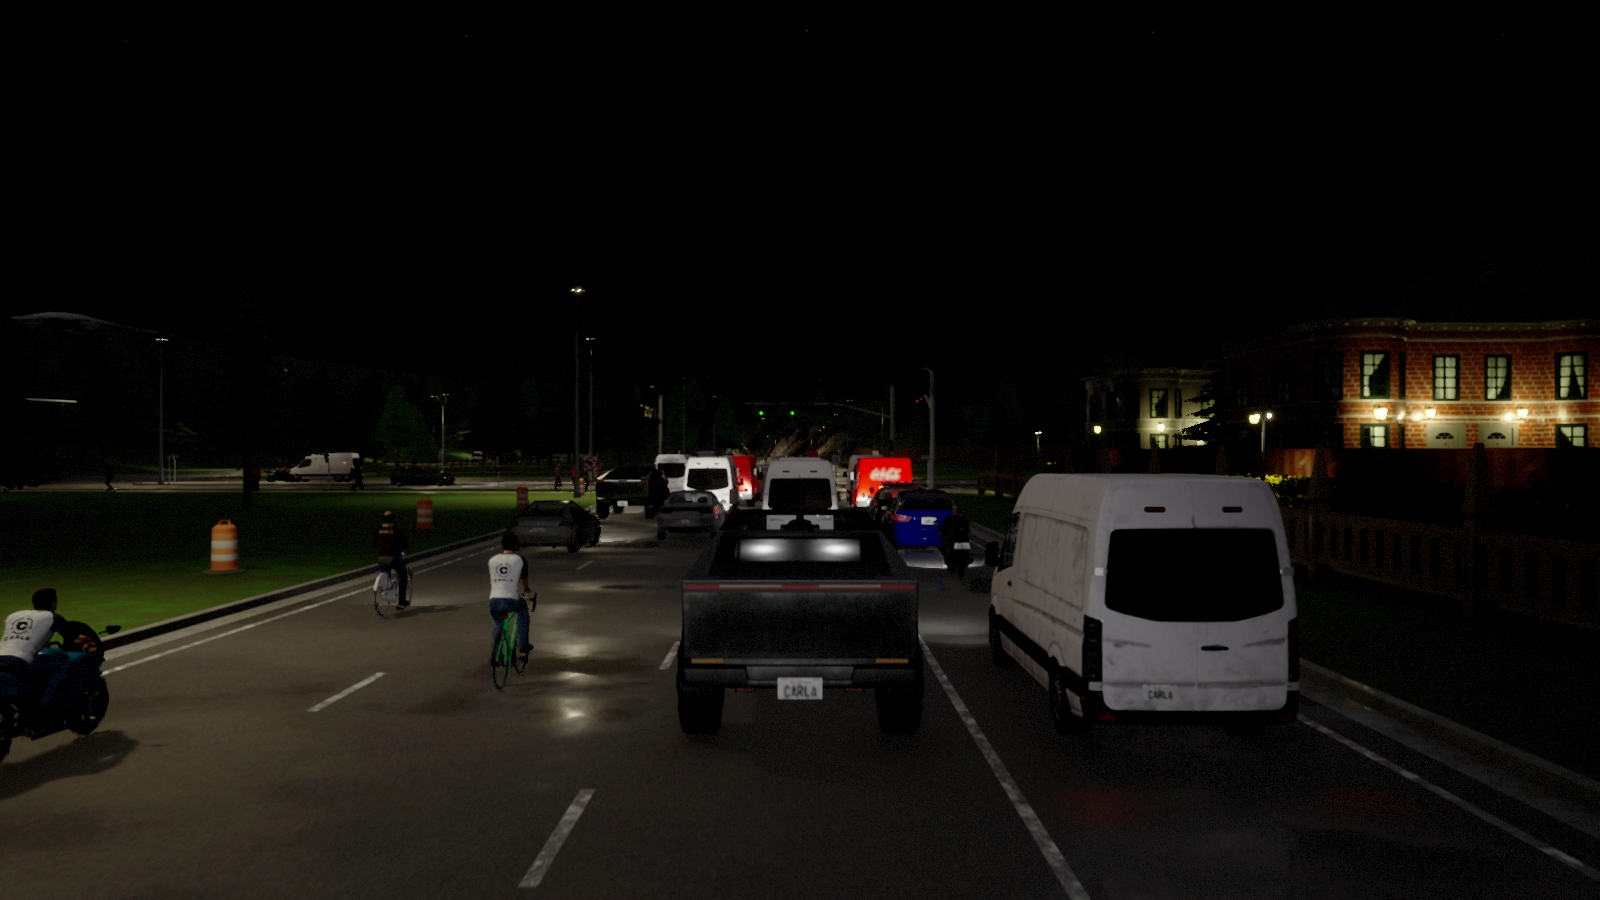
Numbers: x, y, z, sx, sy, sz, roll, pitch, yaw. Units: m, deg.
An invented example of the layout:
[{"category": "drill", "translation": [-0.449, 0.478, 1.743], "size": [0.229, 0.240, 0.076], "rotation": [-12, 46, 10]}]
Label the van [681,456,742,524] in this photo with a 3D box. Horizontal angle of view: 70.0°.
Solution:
[{"category": "van", "translation": [-3.504, 1.537, 46.079], "size": [1.988, 2.561, 5.915], "rotation": [0, 0, 0]}]

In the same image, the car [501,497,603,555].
[{"category": "car", "translation": [-7.009, 2.122, 32.734], "size": [1.994, 1.385, 4.181], "rotation": [0, 0, 1]}]

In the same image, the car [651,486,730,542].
[{"category": "car", "translation": [-3.495, 2.038, 37.339], "size": [2.097, 1.535, 5.006], "rotation": [0, 0, 0]}]

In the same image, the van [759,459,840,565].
[{"category": "van", "translation": [-0.003, 1.537, 31.020], "size": [1.988, 2.561, 5.915], "rotation": [0, 0, 0]}]

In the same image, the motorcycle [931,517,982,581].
[{"category": "motorcycle", "translation": [3.501, 2.207, 25.738], "size": [0.867, 1.251, 2.209], "rotation": [0, 0, 0]}]

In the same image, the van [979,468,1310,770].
[{"category": "van", "translation": [3.497, 1.535, 13.011], "size": [1.988, 2.561, 5.915], "rotation": [0, 0, 0]}]

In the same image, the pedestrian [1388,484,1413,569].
[{"category": "pedestrian", "translation": [13.374, 1.698, 25.451], "size": [0.375, 1.860, 0.375], "rotation": [0, 0, 0]}]

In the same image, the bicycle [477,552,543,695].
[{"category": "bicycle", "translation": [-3.499, 2.057, 13.862], "size": [0.373, 1.496, 1.643], "rotation": [0, 0, 0]}]

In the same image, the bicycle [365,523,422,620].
[{"category": "bicycle", "translation": [-7.005, 2.062, 19.760], "size": [0.329, 1.471, 1.835], "rotation": [0, 0, 0]}]

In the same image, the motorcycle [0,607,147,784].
[{"category": "motorcycle", "translation": [-6.999, 2.187, 10.529], "size": [0.803, 1.199, 2.033], "rotation": [0, 0, 0]}]

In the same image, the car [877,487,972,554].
[{"category": "car", "translation": [3.501, 1.971, 33.050], "size": [2.242, 1.667, 4.611], "rotation": [0, 0, 0]}]

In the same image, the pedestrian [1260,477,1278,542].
[{"category": "pedestrian", "translation": [13.465, 1.699, 32.819], "size": [0.375, 1.860, 0.375], "rotation": [0, 0, 0]}]

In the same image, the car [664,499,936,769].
[{"category": "car", "translation": [0.001, 1.755, 13.189], "size": [2.390, 2.098, 6.274], "rotation": [0, 0, 0]}]

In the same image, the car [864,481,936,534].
[{"category": "car", "translation": [3.501, 1.986, 40.864], "size": [2.097, 1.638, 5.238], "rotation": [0, 0, 0]}]
